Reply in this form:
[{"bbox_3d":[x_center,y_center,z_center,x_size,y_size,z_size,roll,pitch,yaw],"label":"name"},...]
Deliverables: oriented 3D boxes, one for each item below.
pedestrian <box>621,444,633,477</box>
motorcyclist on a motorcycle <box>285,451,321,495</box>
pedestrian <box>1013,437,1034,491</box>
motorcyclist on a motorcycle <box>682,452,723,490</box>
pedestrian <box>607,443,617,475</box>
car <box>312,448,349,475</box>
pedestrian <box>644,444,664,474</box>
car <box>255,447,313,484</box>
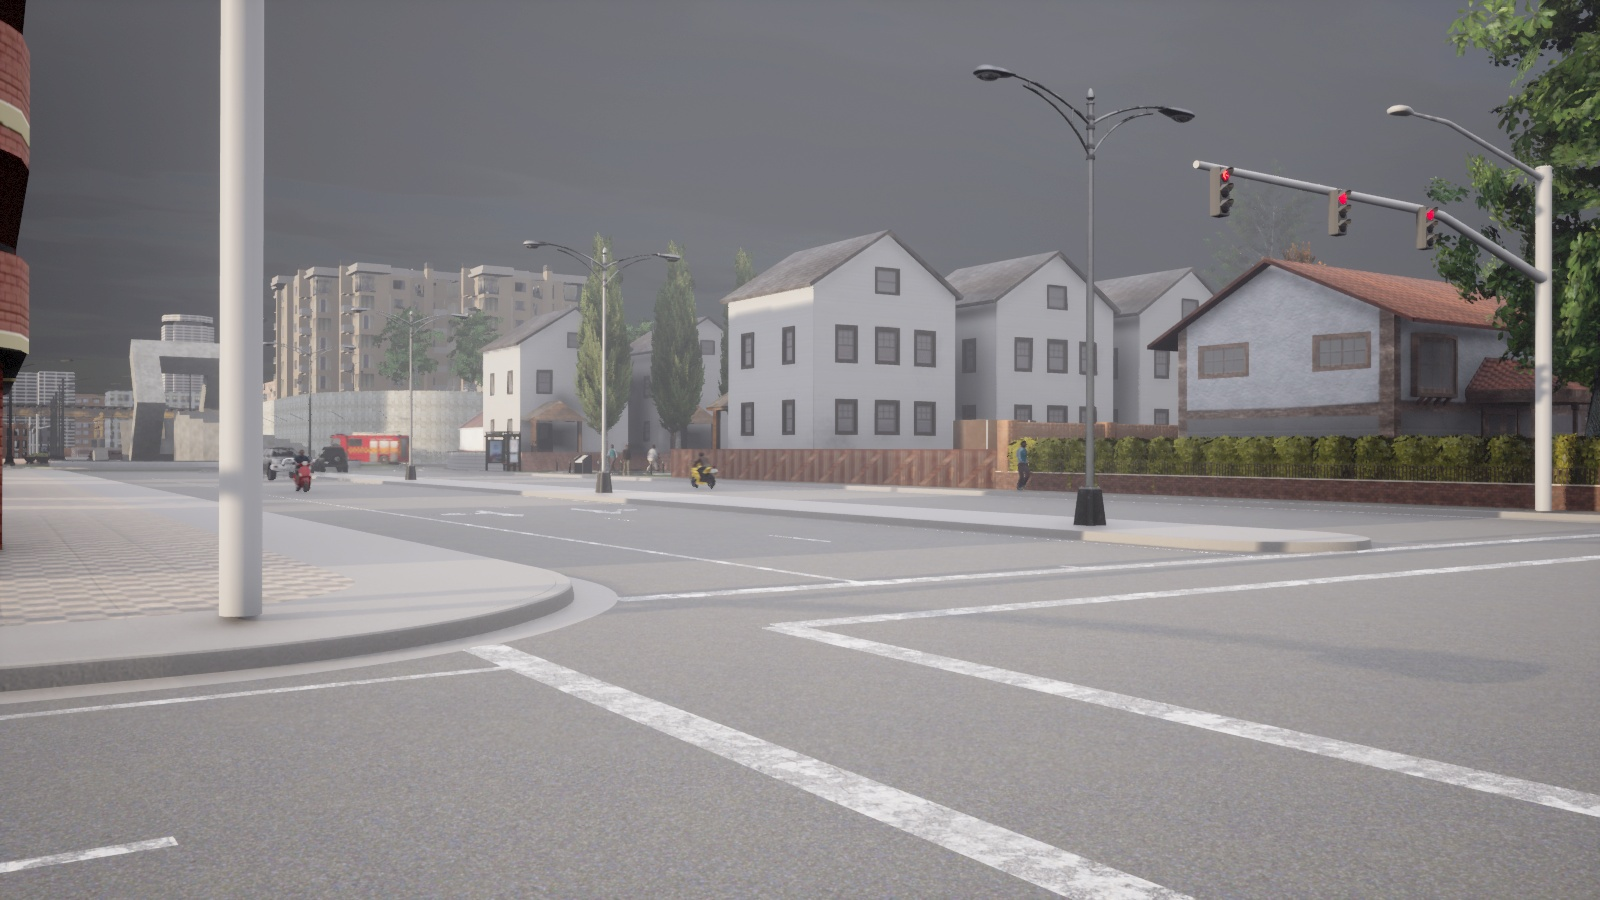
[{"bbox_3d":[-9.867,0.594,71.675,0.431,1.840,0.703,0,0,-31],"label":"pedestrian"},{"bbox_3d":[-18.368,0.851,46.380,0.866,1.590,1.817,0,0,-33],"label":"motorcyclist on a motorcycle"},{"bbox_3d":[7.996,0.493,44.908,0.396,1.930,0.692,0,0,-32],"label":"pedestrian"},{"bbox_3d":[-4.047,0.863,51.915,0.797,1.523,2.044,0,0,-33],"label":"motorcyclist on a motorcycle"},{"bbox_3d":[-11.331,0.559,75.717,0.396,1.930,0.692,0,0,12],"label":"pedestrian"},{"bbox_3d":[-34.246,0.838,91.640,1.905,1.878,3.866,0,0,-30],"label":"car"},{"bbox_3d":[-8.991,0.558,77.178,0.900,1.855,0.874,0,0,-36],"label":"pedestrian"},{"bbox_3d":[-27.189,0.781,66.078,1.932,1.855,4.605,0,0,-33],"label":"car"}]
